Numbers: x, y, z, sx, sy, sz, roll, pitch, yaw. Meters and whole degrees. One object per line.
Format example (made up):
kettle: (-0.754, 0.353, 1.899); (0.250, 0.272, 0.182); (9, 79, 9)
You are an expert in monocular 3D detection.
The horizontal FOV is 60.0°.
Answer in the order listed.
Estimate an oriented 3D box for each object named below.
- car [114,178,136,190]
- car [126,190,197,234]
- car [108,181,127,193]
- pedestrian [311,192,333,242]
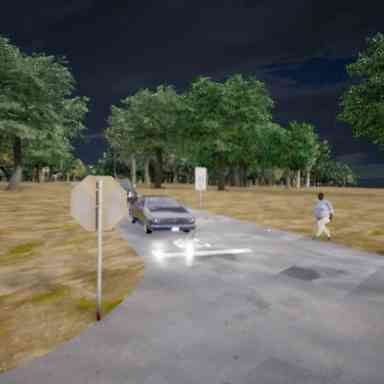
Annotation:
car: (-5.620, -0.012, 25.296); (2.150, 2.045, 5.566); (1, 3, -21)
car: (-1.530, 0.853, 14.680); (2.033, 1.411, 5.357); (1, 2, -21)
car: (-10.596, -0.732, 46.998); (1.837, 1.490, 4.892); (1, 3, -21)
pedestrian: (4.707, 0.879, 12.050); (0.375, 1.860, 0.375); (4, -1, -21)
